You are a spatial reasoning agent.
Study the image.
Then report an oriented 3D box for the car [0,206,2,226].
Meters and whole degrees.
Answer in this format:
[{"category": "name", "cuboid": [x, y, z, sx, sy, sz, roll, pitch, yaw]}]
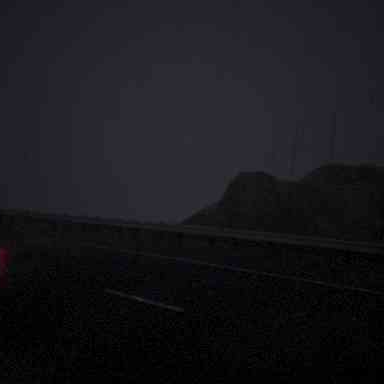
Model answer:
[{"category": "car", "cuboid": [-10.861, 0.846, 14.851, 5.566, 2.045, 2.150, 1, 1, 30]}]
